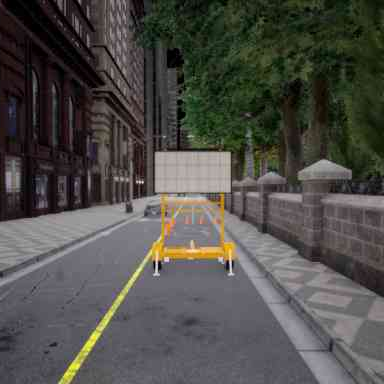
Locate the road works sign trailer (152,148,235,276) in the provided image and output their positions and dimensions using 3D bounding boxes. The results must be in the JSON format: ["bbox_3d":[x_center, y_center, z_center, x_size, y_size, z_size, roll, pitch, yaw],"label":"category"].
[{"bbox_3d":[0.026,0.453,10.326,2.380,3.560,2.880,0,0,-1],"label":"road works sign trailer"}]

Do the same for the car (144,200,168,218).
[{"bbox_3d":[-3.123,1.461,29.657,1.812,1.442,4.674,0,0,0],"label":"car"}]
